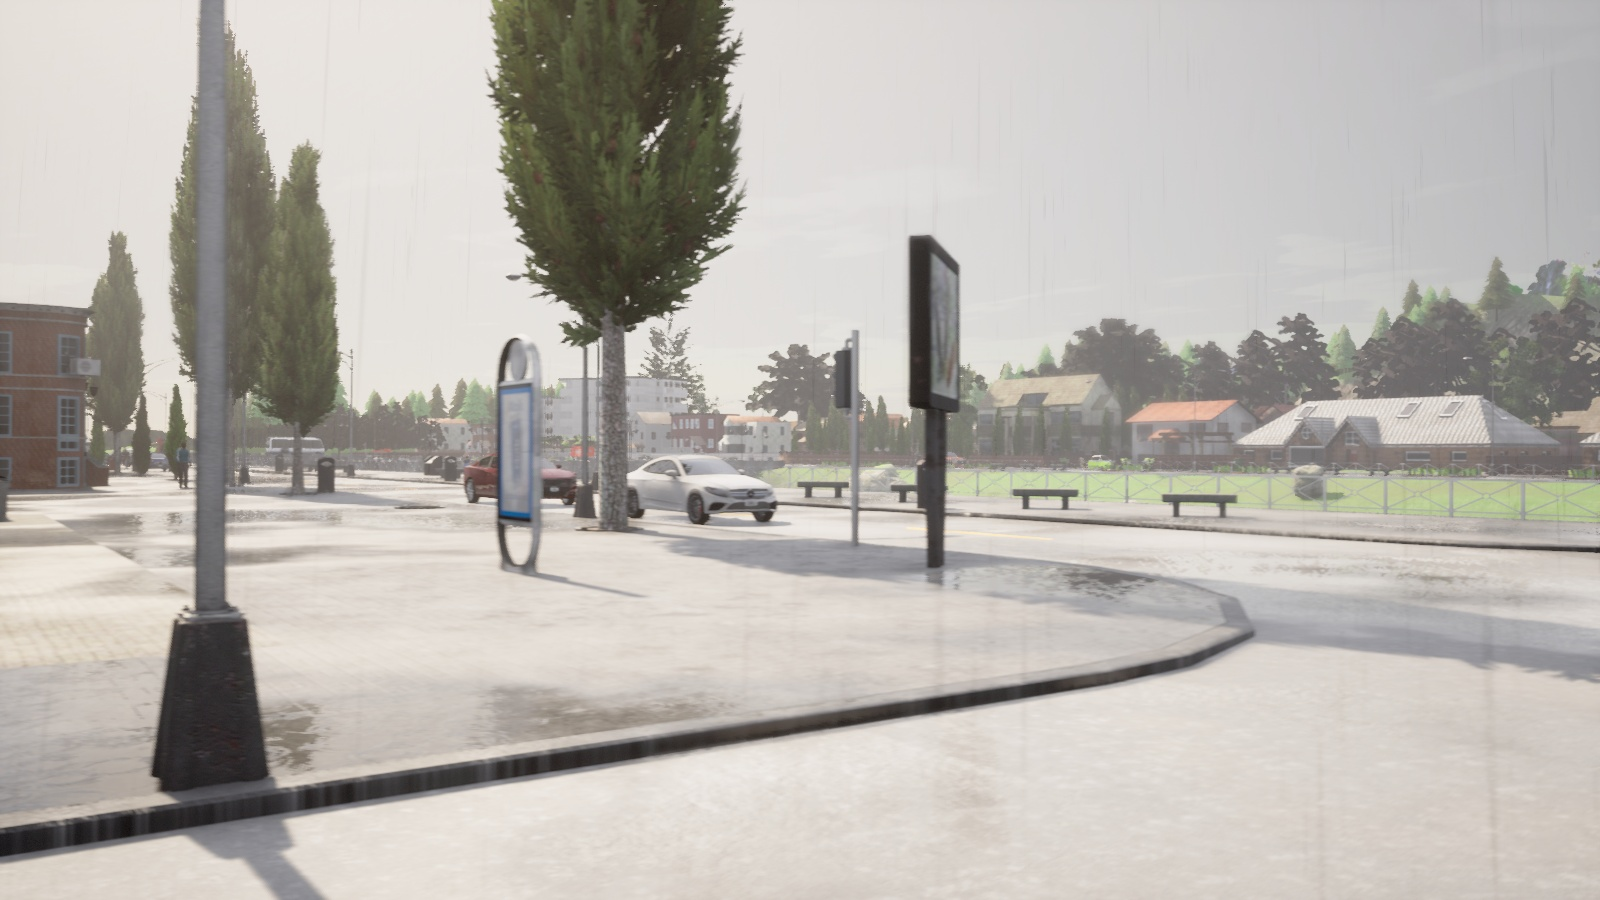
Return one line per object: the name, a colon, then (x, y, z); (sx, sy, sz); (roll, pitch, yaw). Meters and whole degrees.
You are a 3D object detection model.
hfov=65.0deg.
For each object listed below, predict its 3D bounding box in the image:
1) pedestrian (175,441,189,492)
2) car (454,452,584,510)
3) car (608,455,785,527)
pedestrian: (-23.392, 0.614, 47.525); (0.396, 1.930, 0.692); (0, 0, -34)
car: (-8.151, 0.828, 36.104); (1.882, 1.535, 5.008); (0, 0, -35)
car: (-2.396, 0.844, 27.844); (1.812, 1.442, 4.674); (0, 0, -35)
